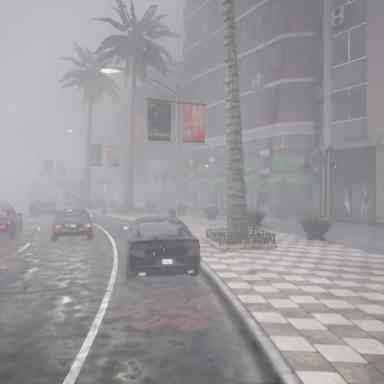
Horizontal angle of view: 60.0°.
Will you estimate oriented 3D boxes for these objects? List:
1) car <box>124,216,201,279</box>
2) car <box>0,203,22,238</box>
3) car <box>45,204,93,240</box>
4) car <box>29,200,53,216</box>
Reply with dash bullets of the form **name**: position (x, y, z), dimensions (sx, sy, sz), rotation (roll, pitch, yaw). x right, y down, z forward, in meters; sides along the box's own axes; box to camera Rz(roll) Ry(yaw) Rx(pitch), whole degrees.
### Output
- **car**: position (-1.059, 1.476, 10.199), dimensions (1.882, 1.535, 5.008), rotation (0, 0, -11)
- **car**: position (-9.964, 1.517, 17.170), dimensions (1.812, 1.442, 4.674), rotation (0, 0, -22)
- **car**: position (-6.134, 1.543, 17.037), dimensions (2.033, 1.411, 5.357), rotation (0, 0, -20)
- **car**: position (-14.513, 1.480, 32.227), dimensions (2.128, 1.511, 4.902), rotation (0, 0, -34)
